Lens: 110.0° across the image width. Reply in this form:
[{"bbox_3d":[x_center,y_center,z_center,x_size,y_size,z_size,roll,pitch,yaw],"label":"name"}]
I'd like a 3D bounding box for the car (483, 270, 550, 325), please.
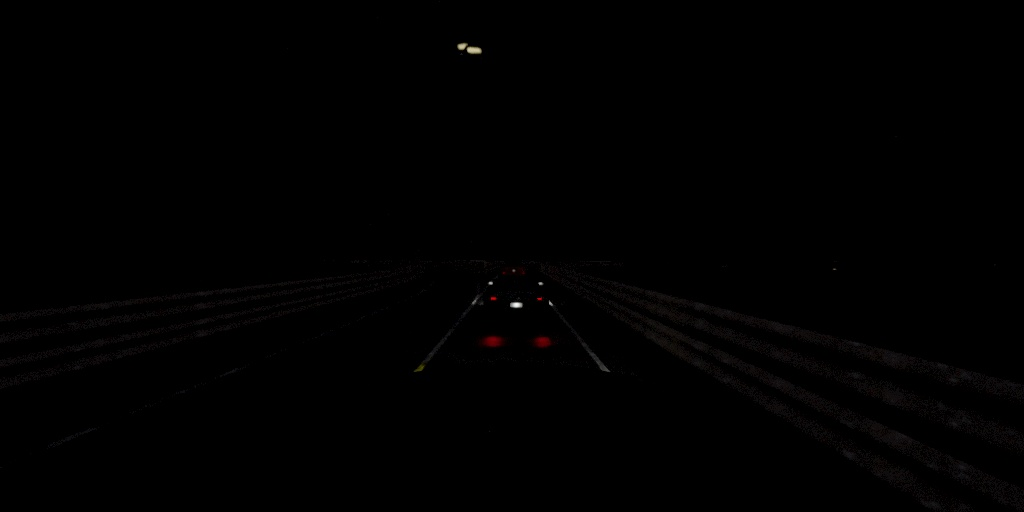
[{"bbox_3d":[0.125,1.335,11.982,1.994,1.385,4.181,1,0,0],"label":"car"}]

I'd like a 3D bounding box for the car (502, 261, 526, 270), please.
[{"bbox_3d":[0.171,1.208,31.010,2.097,1.767,4.553,0,0,1],"label":"car"}]
